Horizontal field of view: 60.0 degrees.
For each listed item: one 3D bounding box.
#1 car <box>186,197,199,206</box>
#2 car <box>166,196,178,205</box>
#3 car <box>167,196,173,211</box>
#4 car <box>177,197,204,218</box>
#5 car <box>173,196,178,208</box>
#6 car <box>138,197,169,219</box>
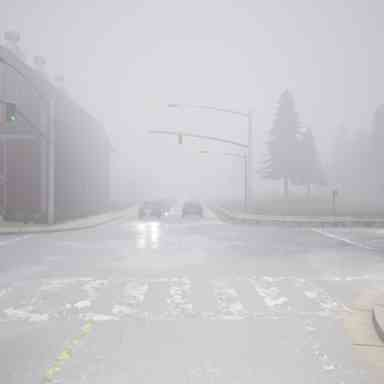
[{"bbox_3d":[0.062,1.547,55.877,2.033,1.411,5.357,0,0,0],"label":"car"},{"bbox_3d":[-3.486,1.478,59.820,1.882,1.535,5.008,0,0,0],"label":"car"},{"bbox_3d":[-3.555,1.505,39.067,1.837,1.490,4.892,0,0,0],"label":"car"},{"bbox_3d":[0.033,1.492,30.411,2.128,1.511,4.902,0,0,0],"label":"car"},{"bbox_3d":[-3.539,1.526,49.332,1.812,1.442,4.674,0,0,0],"label":"car"},{"bbox_3d":[-3.568,1.491,29.596,2.128,1.511,4.902,0,0,0],"label":"car"}]
